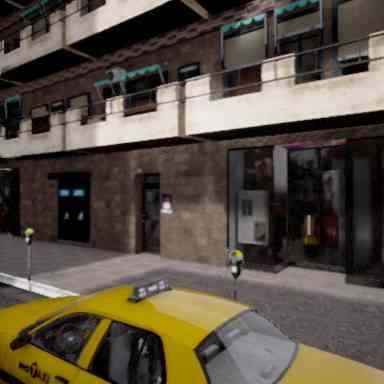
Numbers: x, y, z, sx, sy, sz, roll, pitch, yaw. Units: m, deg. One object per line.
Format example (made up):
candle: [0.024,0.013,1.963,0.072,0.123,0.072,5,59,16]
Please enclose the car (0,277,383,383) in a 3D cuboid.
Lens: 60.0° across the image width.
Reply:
car: [-0.610,1.541,3.304,4.829,1.417,1.752,0,0,36]
